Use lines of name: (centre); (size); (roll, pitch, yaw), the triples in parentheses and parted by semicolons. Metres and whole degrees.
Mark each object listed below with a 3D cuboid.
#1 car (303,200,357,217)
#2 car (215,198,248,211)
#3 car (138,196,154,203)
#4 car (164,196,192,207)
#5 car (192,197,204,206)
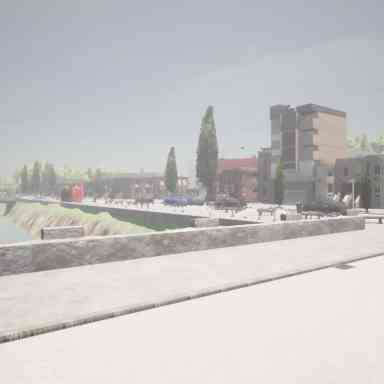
car: (12.618, 1.505, 30.483); (1.837, 1.490, 4.892); (0, 0, -36)
car: (4.815, 1.507, 41.374); (1.837, 1.490, 4.892); (0, -1, -36)
car: (-9.805, 1.546, 68.972); (2.033, 1.411, 5.357); (0, 0, -36)
car: (-2.571, 1.478, 51.711); (1.882, 1.535, 5.008); (0, 0, -35)
car: (-0.159, 1.547, 55.509); (2.033, 1.411, 5.357); (0, 0, -36)
